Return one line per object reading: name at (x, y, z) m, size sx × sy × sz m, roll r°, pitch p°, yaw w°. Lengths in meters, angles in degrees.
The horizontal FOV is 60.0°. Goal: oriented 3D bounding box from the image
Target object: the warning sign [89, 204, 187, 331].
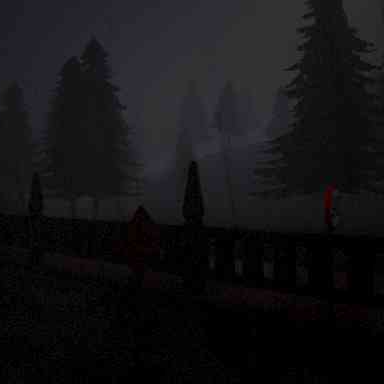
warning sign at (-0.913, 1.155, 5.809) m, size 1.060 × 1.860 × 1.300 m, roll -1°, pitch 0°, yaw 35°
